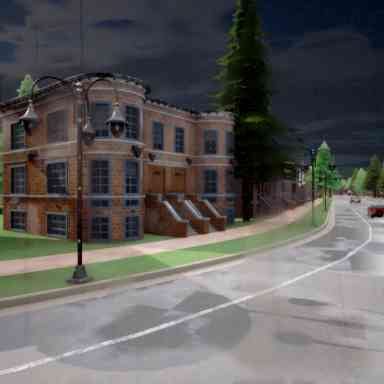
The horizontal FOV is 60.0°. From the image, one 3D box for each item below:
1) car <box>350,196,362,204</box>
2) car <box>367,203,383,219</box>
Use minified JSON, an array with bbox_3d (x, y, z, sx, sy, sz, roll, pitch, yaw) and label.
[{"bbox_3d":[32.312,1.523,65.675,2.128,1.511,4.902,0,0,23],"label":"car"},{"bbox_3d":[16.225,1.600,28.534,1.895,1.301,4.718,0,0,23],"label":"car"}]
